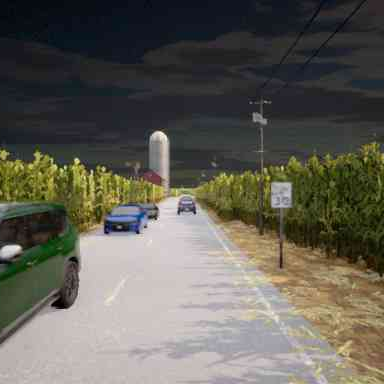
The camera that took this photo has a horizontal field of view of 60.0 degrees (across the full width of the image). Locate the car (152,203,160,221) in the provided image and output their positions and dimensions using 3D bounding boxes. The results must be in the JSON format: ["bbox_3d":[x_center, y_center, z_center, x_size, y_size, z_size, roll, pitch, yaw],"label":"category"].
[{"bbox_3d":[-3.703,1.580,27.229,1.994,1.385,4.181,0,0,-1],"label":"car"}]

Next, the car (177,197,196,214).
[{"bbox_3d":[-0.558,1.536,35.122,1.812,1.442,4.674,0,0,-1],"label":"car"}]

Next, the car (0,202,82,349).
[{"bbox_3d":[-3.379,1.223,4.945,2.150,2.045,5.566,0,0,-1],"label":"car"}]

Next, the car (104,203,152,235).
[{"bbox_3d":[-3.640,1.483,18.978,1.882,1.535,5.008,0,0,-1],"label":"car"}]
